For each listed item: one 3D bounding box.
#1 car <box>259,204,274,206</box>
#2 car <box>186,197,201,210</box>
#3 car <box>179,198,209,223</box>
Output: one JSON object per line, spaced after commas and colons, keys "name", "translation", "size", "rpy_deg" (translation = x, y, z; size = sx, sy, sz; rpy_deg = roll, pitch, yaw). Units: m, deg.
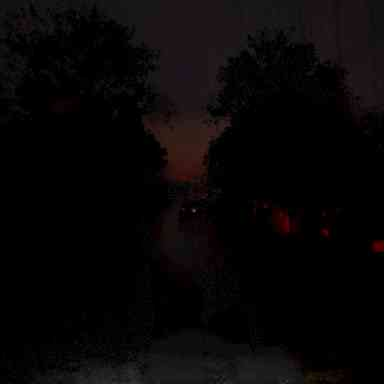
{"name": "car", "translation": [19.986, 4.371, 83.886], "size": [2.435, 2.045, 5.566], "rpy_deg": [0, 1, -18]}
{"name": "car", "translation": [0.177, 1.453, 42.935], "size": [1.882, 1.535, 5.008], "rpy_deg": [0, 0, 0]}
{"name": "car", "translation": [0.142, 1.339, 25.546], "size": [2.097, 1.767, 4.553], "rpy_deg": [0, 0, 0]}
